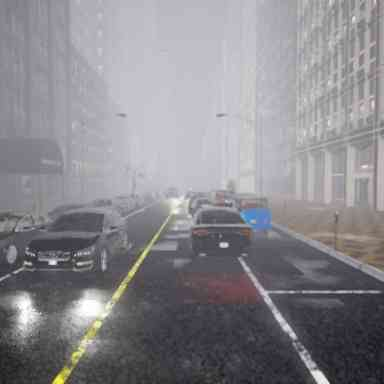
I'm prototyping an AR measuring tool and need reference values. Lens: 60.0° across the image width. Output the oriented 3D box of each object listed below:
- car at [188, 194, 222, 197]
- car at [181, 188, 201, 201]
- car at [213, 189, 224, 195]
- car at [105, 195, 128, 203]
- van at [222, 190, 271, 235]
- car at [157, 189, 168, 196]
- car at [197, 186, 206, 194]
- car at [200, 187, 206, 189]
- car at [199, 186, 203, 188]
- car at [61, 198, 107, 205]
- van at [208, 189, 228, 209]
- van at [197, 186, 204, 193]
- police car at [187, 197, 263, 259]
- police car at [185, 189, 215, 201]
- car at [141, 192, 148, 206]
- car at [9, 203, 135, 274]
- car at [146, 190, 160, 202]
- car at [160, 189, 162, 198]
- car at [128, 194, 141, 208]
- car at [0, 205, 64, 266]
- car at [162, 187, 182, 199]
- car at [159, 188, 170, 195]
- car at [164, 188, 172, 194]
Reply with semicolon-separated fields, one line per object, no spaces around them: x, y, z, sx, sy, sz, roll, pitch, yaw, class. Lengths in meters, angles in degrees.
0.818;1.065;21.466;1.812;1.442;4.674;0;1;0;car
-0.179;0.516;48.171;2.033;1.411;5.357;0;1;0;car
2.575;0.727;27.487;2.192;1.841;5.009;-1;1;0;car
-5.781;1.075;21.777;1.887;1.381;4.507;-1;1;0;car
2.620;0.995;16.123;1.690;1.788;3.998;-1;1;0;van
-5.959;0.141;67.236;1.802;1.307;4.206;-1;1;0;car
2.353;-0.488;84.311;2.192;1.841;5.009;-1;1;0;car
2.466;0.356;55.904;2.008;1.369;4.403;-1;1;0;car
2.375;-0.366;78.628;2.192;1.841;5.009;-1;1;0;car
-5.759;1.217;16.095;1.947;1.339;4.313;-1;1;0;car
2.553;0.632;33.170;1.690;1.788;3.998;-1;1;0;van
2.331;-0.584;89.994;1.690;1.788;3.998;-1;1;0;van
0.856;1.176;11.575;1.930;1.638;5.238;0;1;0;police car
0.661;0.833;27.595;1.930;1.638;5.238;0;1;1;police car
-5.825;0.870;33.143;1.802;1.307;4.206;-1;1;0;car
-3.137;1.289;9.902;1.837;1.490;4.892;0;1;0;car
-5.870;0.596;44.507;2.008;1.369;4.403;-1;1;0;car
-5.914;0.353;55.871;2.008;1.369;4.403;-1;1;0;car
-5.804;0.960;27.460;2.008;1.369;4.403;-1;1;0;car
-5.737;1.323;10.413;2.008;1.369;4.403;-1;1;0;car
-3.209;0.171;54.004;2.150;2.045;5.566;0;1;0;car
-5.982;-0.122;72.915;1.967;1.590;4.097;-1;1;0;car
-6.025;-0.276;84.112;1.752;1.417;4.829;-1;1;0;car
